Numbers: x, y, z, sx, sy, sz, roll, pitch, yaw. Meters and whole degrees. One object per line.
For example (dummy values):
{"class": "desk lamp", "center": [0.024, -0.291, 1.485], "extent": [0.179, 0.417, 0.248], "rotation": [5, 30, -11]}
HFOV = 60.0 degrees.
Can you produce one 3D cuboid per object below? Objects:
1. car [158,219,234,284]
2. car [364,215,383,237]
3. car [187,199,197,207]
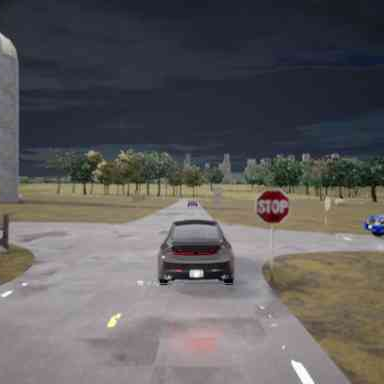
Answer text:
{"class": "car", "center": [0.094, 1.555, 9.651], "extent": [1.837, 1.490, 4.892], "rotation": [0, -1, 0]}
{"class": "car", "center": [13.431, 1.826, 19.937], "extent": [5.566, 2.045, 2.150], "rotation": [2, 0, -1]}
{"class": "car", "center": [0.102, 2.185, 67.344], "extent": [1.812, 1.442, 4.674], "rotation": [0, -1, 0]}
